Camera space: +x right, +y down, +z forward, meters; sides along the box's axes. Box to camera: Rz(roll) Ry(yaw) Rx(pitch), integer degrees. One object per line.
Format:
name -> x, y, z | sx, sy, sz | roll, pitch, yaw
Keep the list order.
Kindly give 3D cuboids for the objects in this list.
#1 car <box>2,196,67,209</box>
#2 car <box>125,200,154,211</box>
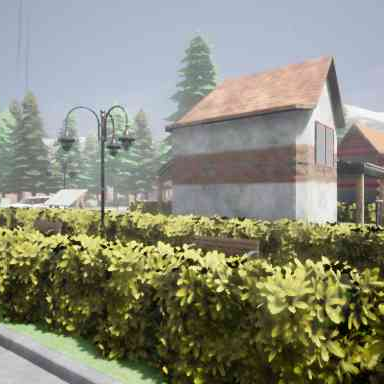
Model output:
car -> -13.725, 1.384, 29.123 | 2.150, 2.045, 5.566 | 0, 0, 36
car -> -5.870, 1.688, 39.927 | 1.812, 1.442, 4.674 | 0, 0, 37
